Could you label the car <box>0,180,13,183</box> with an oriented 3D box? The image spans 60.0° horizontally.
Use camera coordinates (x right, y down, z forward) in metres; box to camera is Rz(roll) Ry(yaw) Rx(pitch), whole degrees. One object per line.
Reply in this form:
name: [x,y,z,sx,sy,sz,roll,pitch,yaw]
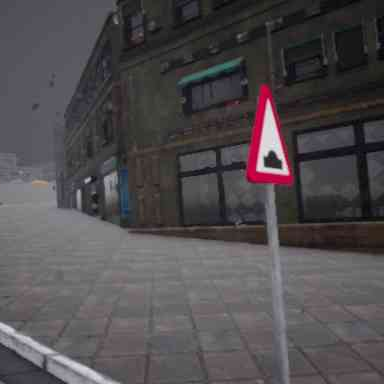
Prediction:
car: [-48.072,-2.397,82.235,2.231,1.521,4.892,-6,-3,35]
